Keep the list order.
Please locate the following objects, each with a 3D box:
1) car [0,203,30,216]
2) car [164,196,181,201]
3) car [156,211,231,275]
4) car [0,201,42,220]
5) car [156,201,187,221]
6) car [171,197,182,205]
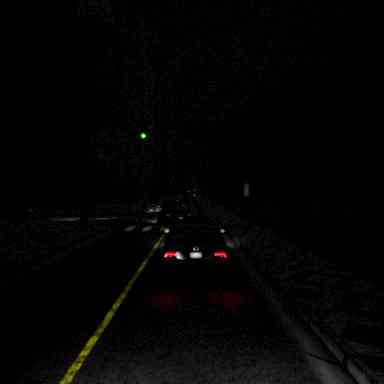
[{"bbox_3d":[-19.015,1.750,33.562,4.313,1.339,1.947,0,-2,0],"label":"car"},{"bbox_3d":[-3.063,1.668,45.964,2.033,1.411,5.357,0,0,3],"label":"car"},{"bbox_3d":[0.093,1.561,10.457,2.033,1.411,5.357,0,0,0],"label":"car"},{"bbox_3d":[-13.548,1.390,25.053,4.097,1.590,1.967,0,-2,-1],"label":"car"},{"bbox_3d":[-1.280,1.582,22.925,1.994,1.385,4.181,1,1,-14],"label":"car"},{"bbox_3d":[-3.012,1.742,65.710,1.812,1.442,4.674,0,0,0],"label":"car"}]
